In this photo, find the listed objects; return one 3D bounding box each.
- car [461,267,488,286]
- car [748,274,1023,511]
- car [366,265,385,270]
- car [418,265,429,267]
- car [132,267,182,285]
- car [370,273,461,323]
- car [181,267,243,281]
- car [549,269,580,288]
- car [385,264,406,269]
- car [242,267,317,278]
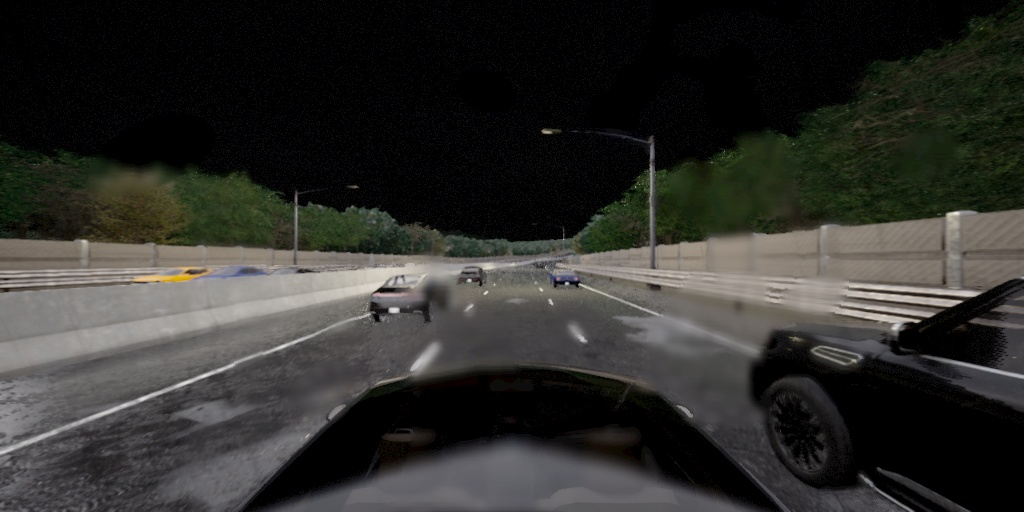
[{"bbox_3d":[-3.073,1.580,28.685,1.837,1.490,4.892,0,-1,1],"label":"car"},{"bbox_3d":[3.596,0.973,1.462,2.150,2.045,5.566,0,0,0],"label":"car"},{"bbox_3d":[-19.927,1.978,53.359,1.895,1.301,4.718,0,-1,3],"label":"car"},{"bbox_3d":[-12.975,1.978,52.306,1.895,1.301,4.718,0,-1,3],"label":"car"},{"bbox_3d":[-20.894,1.453,22.684,1.882,1.535,5.008,0,-1,1],"label":"car"},{"bbox_3d":[-3.336,1.365,12.652,2.128,1.511,4.902,0,-1,1],"label":"car"},{"bbox_3d":[-17.396,1.456,22.566,1.882,1.535,5.008,0,-1,1],"label":"car"},{"bbox_3d":[3.894,1.667,27.268,1.895,1.301,4.718,0,-1,1],"label":"car"},{"bbox_3d":[-16.453,1.937,52.699,1.994,1.385,4.181,0,0,3],"label":"car"},{"bbox_3d":[-13.899,1.458,22.437,1.882,1.535,5.008,0,-1,1],"label":"car"}]
